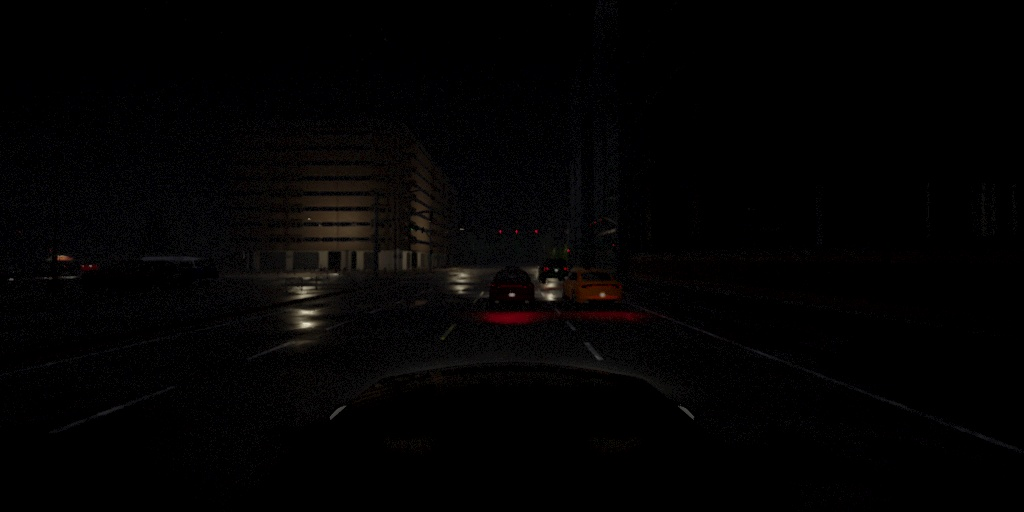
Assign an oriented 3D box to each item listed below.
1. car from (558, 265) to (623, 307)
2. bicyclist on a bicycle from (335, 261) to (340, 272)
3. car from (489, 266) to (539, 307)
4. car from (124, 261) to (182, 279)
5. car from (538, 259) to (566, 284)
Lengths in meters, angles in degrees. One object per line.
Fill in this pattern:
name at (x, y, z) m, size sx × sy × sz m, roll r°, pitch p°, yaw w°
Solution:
car at (3.506, 1.364, 16.324) m, size 1.882 × 1.535 × 5.008 m, roll 0°, pitch 0°, yaw 0°
bicyclist on a bicycle at (-25.545, 1.582, 52.520) m, size 0.582 × 1.620 × 1.656 m, roll 0°, pitch 0°, yaw 0°
car at (0.007, 1.365, 16.340) m, size 1.882 × 1.535 × 5.008 m, roll 0°, pitch 0°, yaw 0°
car at (-45.208, 1.720, 45.208) m, size 4.892 × 1.490 × 1.837 m, roll 0°, pitch -1°, yaw 0°
car at (3.502, 1.240, 30.863) m, size 2.150 × 2.045 × 5.566 m, roll 0°, pitch 0°, yaw 0°
